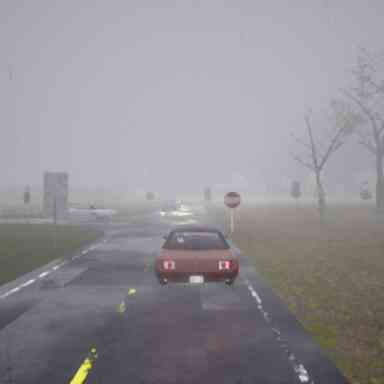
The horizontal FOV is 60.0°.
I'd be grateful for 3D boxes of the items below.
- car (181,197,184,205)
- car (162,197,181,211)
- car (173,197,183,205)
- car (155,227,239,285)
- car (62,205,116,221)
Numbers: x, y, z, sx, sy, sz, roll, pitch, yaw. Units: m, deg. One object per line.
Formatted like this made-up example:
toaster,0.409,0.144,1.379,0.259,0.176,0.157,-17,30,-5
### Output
car,-2.803,1.704,53.422,1.882,1.535,5.008,0,0,0
car,-2.819,1.689,42.924,1.837,1.490,4.892,0,0,0
car,-2.736,1.775,65.682,1.837,1.490,4.892,0,0,1
car,0.103,1.643,9.534,1.895,1.301,4.718,0,0,0
car,-9.013,1.743,28.305,4.718,1.301,1.895,0,-1,15
